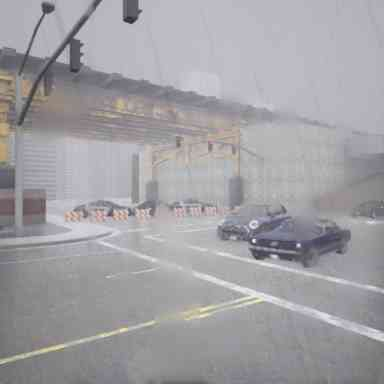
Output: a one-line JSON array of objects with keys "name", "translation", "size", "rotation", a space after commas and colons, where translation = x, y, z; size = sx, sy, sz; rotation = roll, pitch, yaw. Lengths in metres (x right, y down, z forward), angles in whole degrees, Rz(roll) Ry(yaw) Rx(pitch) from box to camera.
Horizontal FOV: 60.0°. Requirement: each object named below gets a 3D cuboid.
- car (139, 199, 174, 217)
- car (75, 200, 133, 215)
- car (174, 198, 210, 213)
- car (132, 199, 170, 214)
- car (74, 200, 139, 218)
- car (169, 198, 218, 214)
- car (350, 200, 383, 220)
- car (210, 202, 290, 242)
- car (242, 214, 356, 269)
[{"name": "car", "translation": [-3.780, 1.453, 31.497], "size": [2.038, 1.542, 4.974], "rotation": [0, 0, 18]}, {"name": "car", "translation": [-7.575, 1.295, 28.818], "size": [4.536, 1.218, 1.853], "rotation": [0, 0, 8]}, {"name": "car", "translation": [0.077, 1.295, 35.252], "size": [4.536, 1.218, 1.853], "rotation": [0, 0, -7]}, {"name": "car", "translation": [-3.764, 1.295, 31.547], "size": [1.853, 1.218, 4.536], "rotation": [0, 0, 18]}, {"name": "car", "translation": [-7.524, 1.453, 28.811], "size": [4.974, 1.542, 2.038], "rotation": [0, 0, 8]}, {"name": "car", "translation": [0.129, 1.453, 35.259], "size": [4.974, 1.542, 2.038], "rotation": [0, 0, -7]}, {"name": "car", "translation": [15.473, 1.504, 28.646], "size": [4.892, 1.490, 1.837], "rotation": [0, 0, -37]}, {"name": "car", "translation": [3.127, 1.352, 15.835], "size": [2.097, 1.767, 4.553], "rotation": [0, 0, 38]}, {"name": "car", "translation": [3.882, 1.600, 11.491], "size": [1.895, 1.301, 4.718], "rotation": [0, 0, 41]}]
